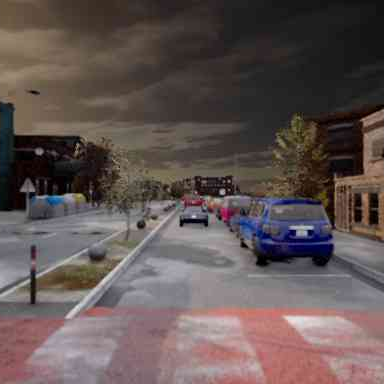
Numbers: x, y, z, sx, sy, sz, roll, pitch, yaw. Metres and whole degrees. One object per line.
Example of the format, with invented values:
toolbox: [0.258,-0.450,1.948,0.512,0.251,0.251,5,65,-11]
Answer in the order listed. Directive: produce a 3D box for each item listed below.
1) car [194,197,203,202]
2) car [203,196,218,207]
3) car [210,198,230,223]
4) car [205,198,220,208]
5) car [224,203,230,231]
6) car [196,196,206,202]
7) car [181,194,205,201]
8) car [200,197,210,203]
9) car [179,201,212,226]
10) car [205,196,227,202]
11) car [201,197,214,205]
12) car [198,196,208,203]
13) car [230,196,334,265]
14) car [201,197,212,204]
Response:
car: [1.892,2.064,94.795,2.163,1.488,4.792,0,-1,-5]
car: [3.051,1.520,56.025,2.185,1.767,4.553,0,0,0]
car: [3.025,1.508,28.318,2.231,1.521,4.892,0,0,0]
car: [3.046,1.654,50.531,2.002,1.452,4.674,0,0,0]
car: [3.013,1.522,17.278,2.002,1.452,4.674,0,0,0]
car: [2.382,1.837,89.090,2.185,1.767,4.553,0,-1,-3]
car: [0.138,1.303,41.371,2.150,2.045,5.566,0,0,0]
car: [2.952,1.864,78.032,2.002,1.452,4.674,0,-1,-1]
car: [0.122,1.578,23.730,1.994,1.385,4.181,0,0,0]
car: [3.040,1.455,44.856,2.185,1.767,4.553,0,0,0]
car: [3.062,1.713,66.966,2.231,1.521,4.892,0,0,0]
car: [2.725,1.893,83.576,2.097,1.535,5.008,0,-1,-2]
car: [3.008,1.227,11.790,2.435,2.045,5.566,0,0,0]
car: [3.059,1.760,72.486,2.231,1.521,4.892,0,-1,0]
